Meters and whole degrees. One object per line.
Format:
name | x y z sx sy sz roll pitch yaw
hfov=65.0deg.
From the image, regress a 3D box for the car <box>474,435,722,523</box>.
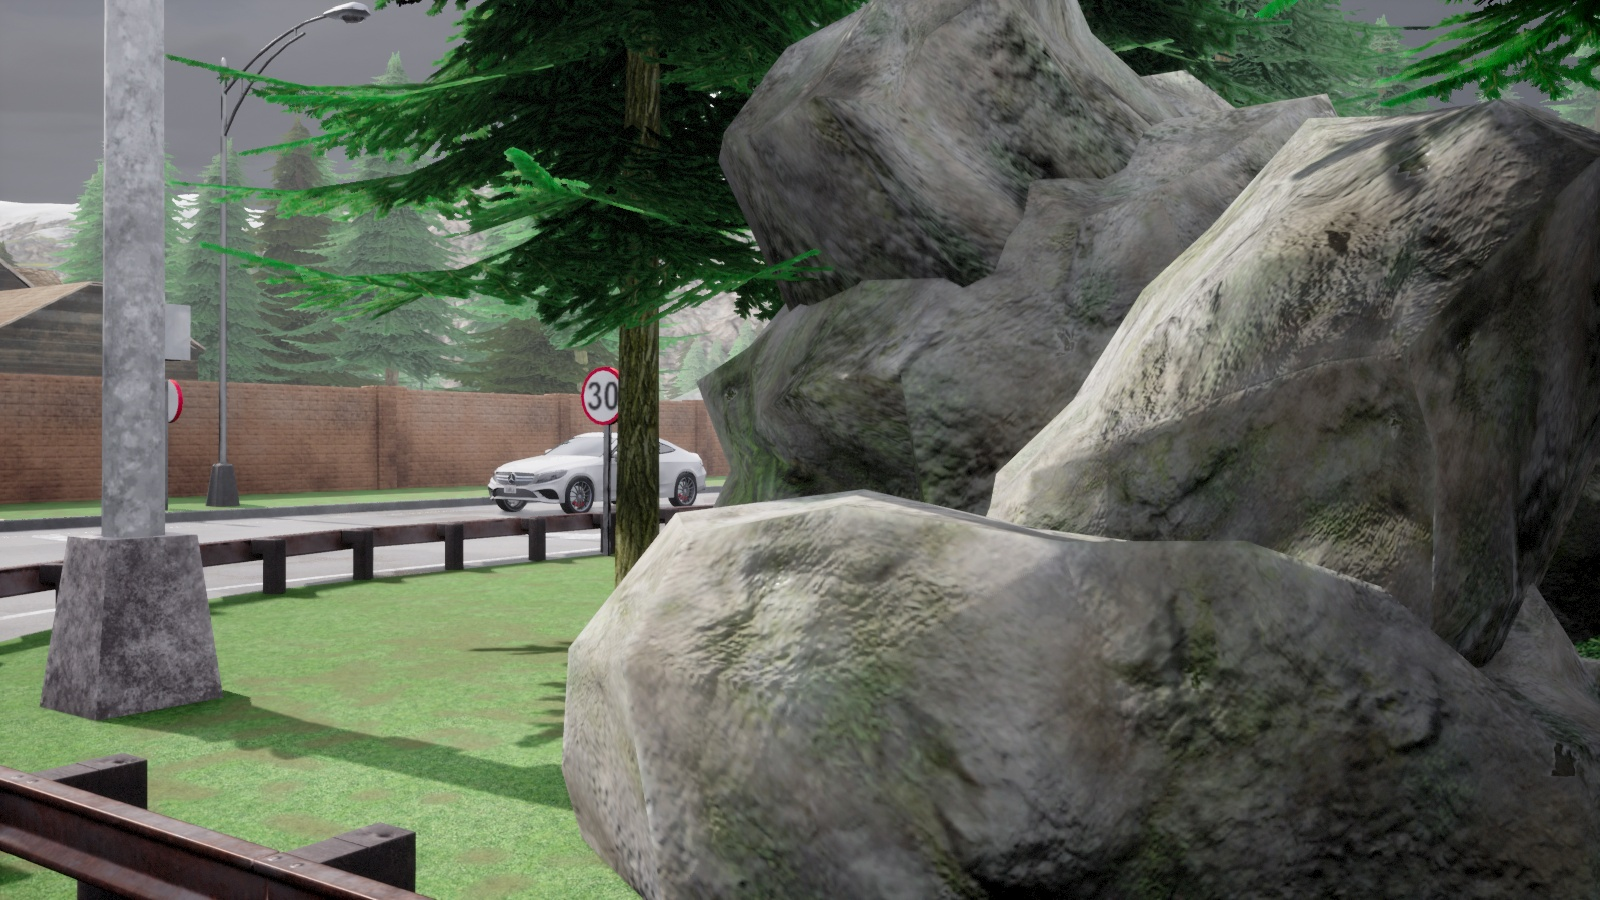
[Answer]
car | -3.608 0.457 23.271 1.812 1.442 4.674 0 1 34
